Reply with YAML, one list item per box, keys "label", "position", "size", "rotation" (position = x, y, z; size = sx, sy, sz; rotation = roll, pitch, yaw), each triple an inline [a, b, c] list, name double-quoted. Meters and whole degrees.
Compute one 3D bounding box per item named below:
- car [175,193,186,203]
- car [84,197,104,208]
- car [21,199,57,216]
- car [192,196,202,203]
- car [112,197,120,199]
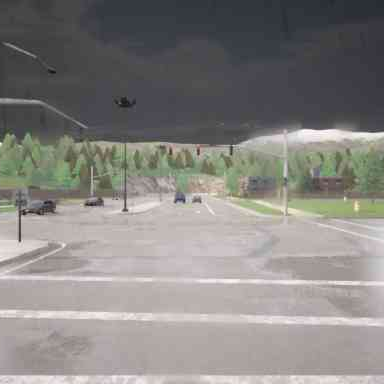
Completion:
- label: "car"
  position: [-2.448, 1.221, 69.763]
  size: [2.150, 2.045, 5.566]
  rotation: [0, 0, 1]
- label: "car"
  position: [-14.440, 1.477, 49.277]
  size: [1.882, 1.535, 5.008]
  rotation: [0, 0, 1]
- label: "car"
  position: [-14.710, 1.505, 32.103]
  size: [1.837, 1.490, 4.892]
  rotation: [0, 0, 1]
- label: "car"
  position: [1.050, 1.547, 69.701]
  size: [2.033, 1.411, 5.357]
  rotation: [0, 0, 1]
- label: "car"
  position: [-14.124, 1.155, 64.777]
  size: [2.033, 1.411, 5.357]
  rotation: [0, 0, 1]
